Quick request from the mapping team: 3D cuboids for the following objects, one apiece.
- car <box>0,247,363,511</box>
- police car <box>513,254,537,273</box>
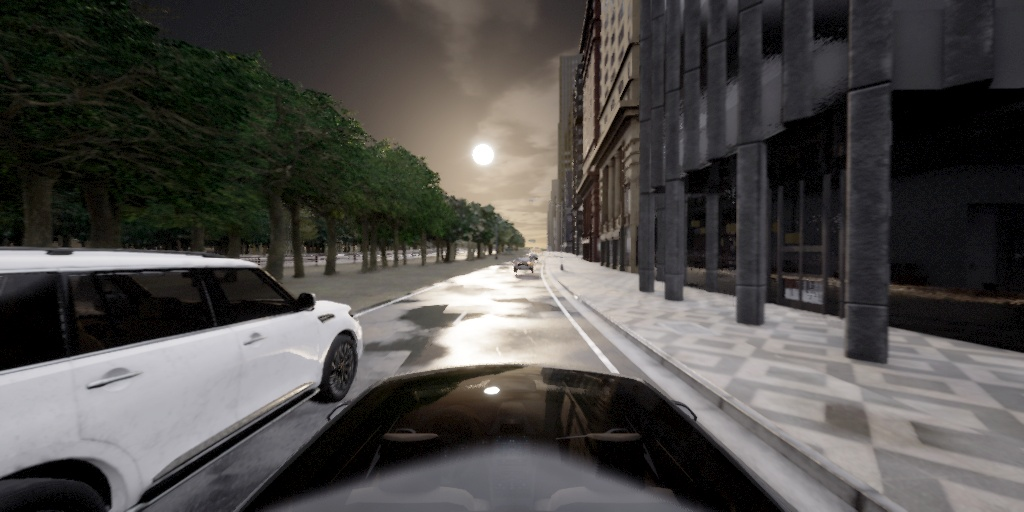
[{"bbox_3d":[-3.377,0.966,3.169,2.150,2.045,5.566,0,0,0],"label":"car"},{"bbox_3d":[1.219,0.821,35.880,2.038,1.542,4.974,0,1,4],"label":"police car"}]
